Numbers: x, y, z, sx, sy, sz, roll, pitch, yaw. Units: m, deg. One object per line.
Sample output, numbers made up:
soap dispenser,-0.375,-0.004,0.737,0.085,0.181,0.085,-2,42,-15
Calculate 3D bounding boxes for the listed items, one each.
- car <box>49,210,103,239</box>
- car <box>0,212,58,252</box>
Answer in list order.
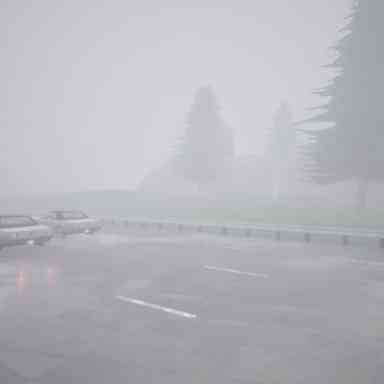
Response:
car,-6.954,1.621,17.554,4.718,1.301,1.895,0,0,36
car,-7.942,1.619,13.961,4.718,1.301,1.895,0,0,36
